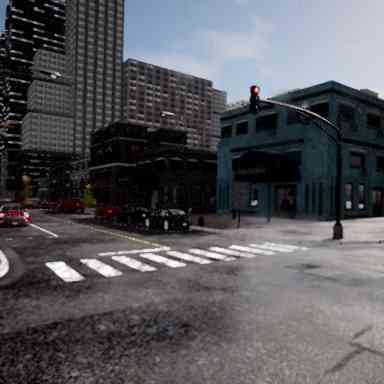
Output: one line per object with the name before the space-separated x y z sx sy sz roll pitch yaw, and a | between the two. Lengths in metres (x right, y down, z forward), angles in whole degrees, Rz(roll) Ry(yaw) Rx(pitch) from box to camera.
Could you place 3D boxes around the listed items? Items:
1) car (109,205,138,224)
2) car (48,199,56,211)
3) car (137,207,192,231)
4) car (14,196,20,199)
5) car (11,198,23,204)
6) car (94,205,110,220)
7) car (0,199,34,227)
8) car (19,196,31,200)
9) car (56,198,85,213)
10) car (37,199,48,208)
car | -4.814 1.846 27.089 1.947 1.339 4.313 1 -1 -35
car | -18.128 1.831 46.170 1.967 1.590 4.097 1 -1 -35
car | -1.692 1.805 22.583 2.008 1.369 4.403 1 -1 -35
car | -40.296 1.897 78.081 2.192 1.841 5.009 1 -1 -35
car | -43.461 2.161 82.640 2.008 1.369 4.403 1 -1 -35
car | -7.936 1.889 31.593 1.802 1.307 4.206 1 -1 -35
car | -12.515 1.519 23.043 1.967 1.590 4.097 1 -1 -35
car | -34.073 2.053 69.092 1.752 1.417 4.829 1 -1 -35
car | -14.937 1.680 41.628 2.192 1.841 5.009 1 -1 -35
car | -24.491 1.885 55.265 1.967 1.590 4.097 1 -1 -35
